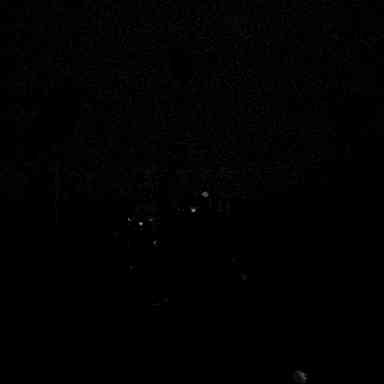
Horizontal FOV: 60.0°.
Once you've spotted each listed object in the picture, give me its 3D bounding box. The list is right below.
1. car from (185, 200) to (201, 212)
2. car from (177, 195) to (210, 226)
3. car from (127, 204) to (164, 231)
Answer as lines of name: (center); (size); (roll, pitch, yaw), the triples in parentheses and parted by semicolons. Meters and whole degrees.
car: (0.098, 1.640, 40.407); (1.895, 1.301, 4.718); (0, 0, 0)
car: (0.099, 1.242, 23.401); (2.150, 2.045, 5.566); (0, 0, 0)
car: (-2.849, 1.521, 20.953); (1.837, 1.490, 4.892); (0, 0, 0)
